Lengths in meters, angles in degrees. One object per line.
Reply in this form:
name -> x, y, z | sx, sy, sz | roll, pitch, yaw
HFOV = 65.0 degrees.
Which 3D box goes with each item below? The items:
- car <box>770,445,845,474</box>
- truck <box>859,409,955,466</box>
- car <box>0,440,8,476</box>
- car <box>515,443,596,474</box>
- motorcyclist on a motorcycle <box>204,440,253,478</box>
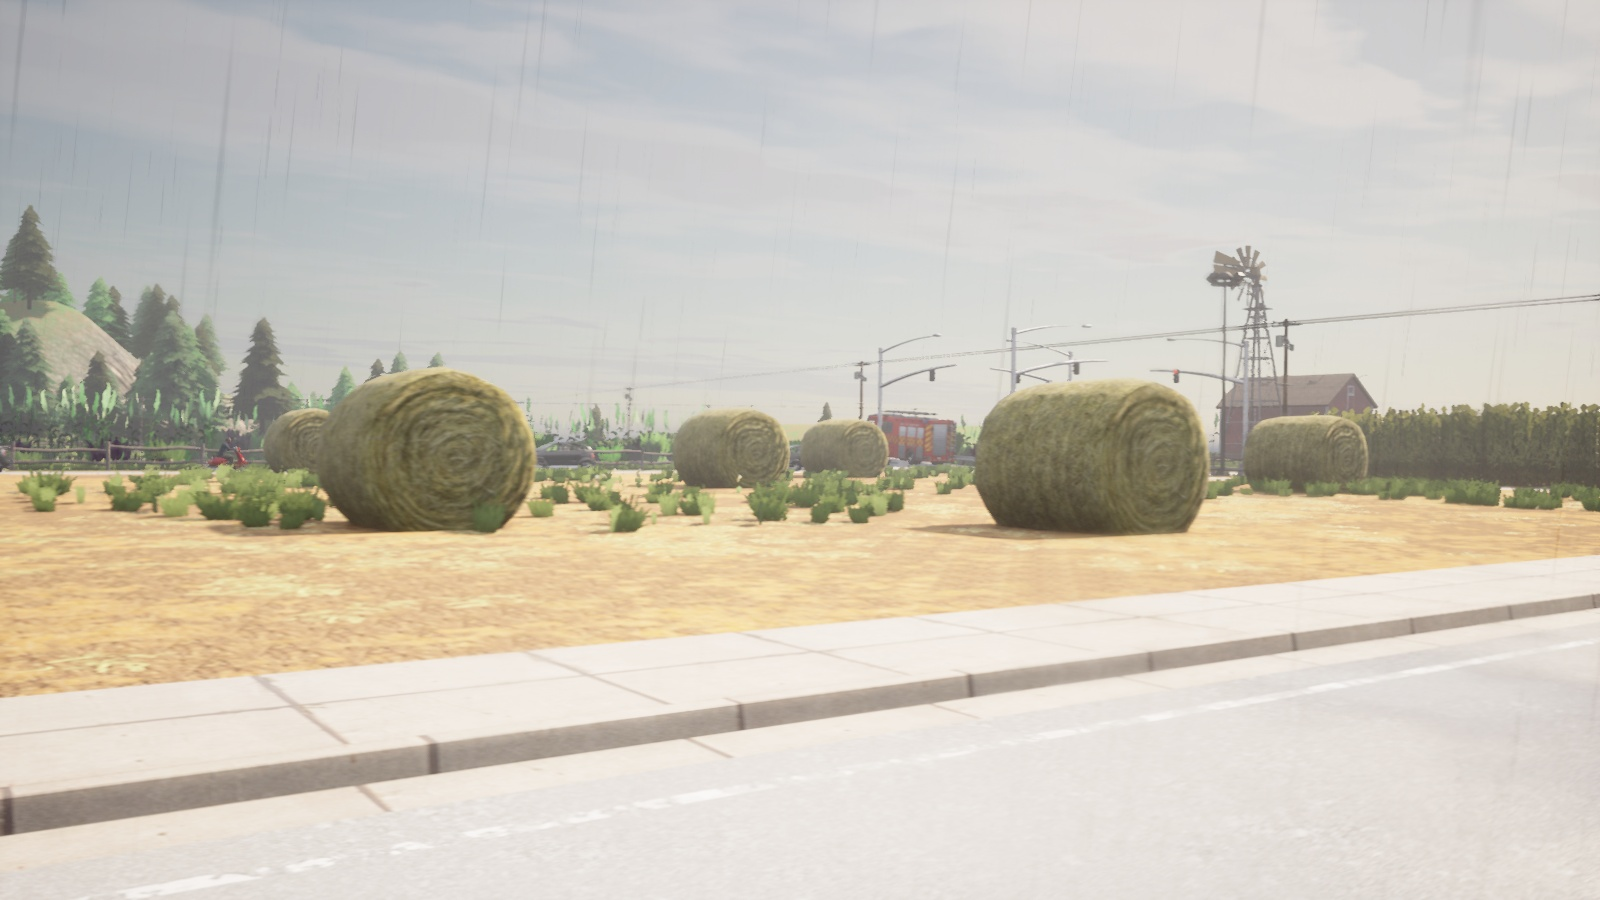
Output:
car -> 0.422, 0.510, 68.498 | 3.705, 1.549, 1.789 | 0, 0, -31
truck -> 7.897, -1.009, 93.784 | 2.891, 3.827, 8.468 | 0, 3, -28
car -> -34.701, 0.320, 51.401 | 3.806, 1.475, 1.970 | 0, 0, -31
car -> -12.587, 0.435, 64.739 | 3.705, 1.549, 1.789 | 0, 0, -31
motorcyclist on a motorcycle -> -24.369, 0.371, 53.544 | 1.817, 1.590, 0.866 | 0, 0, -31
